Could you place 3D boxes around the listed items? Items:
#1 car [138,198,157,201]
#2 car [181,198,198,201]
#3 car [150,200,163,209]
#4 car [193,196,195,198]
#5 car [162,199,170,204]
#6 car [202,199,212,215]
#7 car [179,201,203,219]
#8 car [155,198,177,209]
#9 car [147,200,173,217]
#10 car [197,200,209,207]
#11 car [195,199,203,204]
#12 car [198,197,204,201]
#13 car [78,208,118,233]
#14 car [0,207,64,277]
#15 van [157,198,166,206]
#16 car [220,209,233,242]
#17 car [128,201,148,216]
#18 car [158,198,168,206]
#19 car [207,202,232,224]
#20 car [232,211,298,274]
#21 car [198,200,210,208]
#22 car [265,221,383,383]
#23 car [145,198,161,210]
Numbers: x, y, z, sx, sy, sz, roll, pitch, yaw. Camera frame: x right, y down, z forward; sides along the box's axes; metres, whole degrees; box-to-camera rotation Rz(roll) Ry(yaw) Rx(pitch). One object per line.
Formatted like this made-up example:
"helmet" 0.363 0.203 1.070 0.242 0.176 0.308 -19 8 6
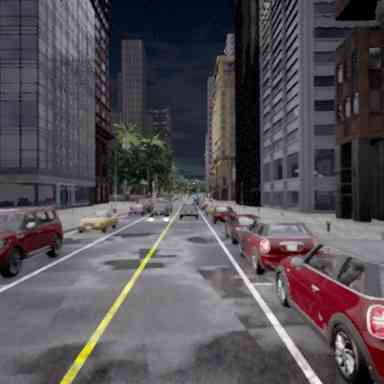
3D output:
"car" -6.191 1.781 43.372 2.192 1.841 5.009 0 -1 -1
"car" -0.415 1.961 47.415 1.882 1.535 5.008 0 0 0
"car" -6.356 2.186 59.646 1.887 1.381 4.507 0 -1 -1
"car" 2.000 2.096 75.997 2.192 1.841 5.009 0 -1 -1
"car" -6.633 2.515 86.774 1.802 1.307 4.206 0 -1 -1
"car" 2.389 1.900 38.193 1.752 1.417 4.829 0 -1 -1
"car" -0.281 1.876 32.539 2.033 1.411 5.357 0 -1 0
"car" -3.426 1.978 43.570 2.128 1.511 4.902 0 -1 -1
"car" -3.346 1.880 35.771 1.837 1.490 4.892 0 -1 -1
"car" 2.113 2.214 65.145 2.008 1.369 4.403 -1 -1 -1
"car" 1.892 2.462 86.844 1.947 1.339 4.313 0 -1 -1
"car" 2.279 1.928 48.873 1.967 1.590 4.097 0 -1 -1
"car" -5.965 1.766 21.498 1.752 1.417 4.829 0 -1 -1
"car" -5.858 1.449 10.819 2.192 1.841 5.009 0 -1 -1
"van" -6.469 2.100 70.499 1.690 1.788 3.998 0 -1 -1
"car" 2.614 1.734 16.325 1.802 1.307 4.206 0 -1 -1
"car" -6.134 1.991 37.944 1.802 1.307 4.206 0 -1 -1
"car" -6.523 2.258 75.924 1.967 1.590 4.097 0 -1 -1
"car" 2.502 1.806 27.174 1.887 1.381 4.507 0 -1 -1
"car" 2.668 1.538 10.902 1.967 1.590 4.097 0 -1 -1
"car" 2.168 2.149 59.721 1.887 1.381 4.507 -1 -1 -1
"car" 2.724 1.484 5.478 1.967 1.590 4.097 0 -1 -1
"car" -6.303 1.897 54.223 2.192 1.841 5.009 0 -1 -1
